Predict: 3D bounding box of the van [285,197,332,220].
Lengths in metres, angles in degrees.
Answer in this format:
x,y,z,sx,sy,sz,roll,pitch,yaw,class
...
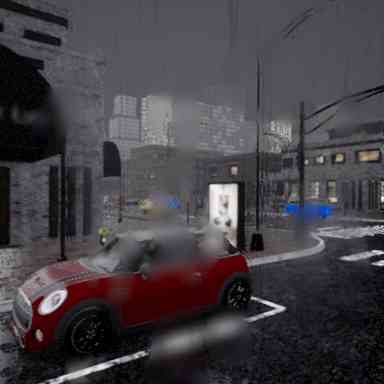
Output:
x,y,z,sx,sy,sz,roll,pitch,yaw,class
9.830,1.357,28.271,1.690,1.788,3.998,0,0,-36,van

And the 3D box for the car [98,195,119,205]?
x,y,z,sx,sy,sz,roll,pitch,yaw,class
-16.088,1.468,64.044,2.192,1.841,5.009,0,0,-36,car

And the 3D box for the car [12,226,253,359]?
x,y,z,sx,sy,sz,roll,pitch,yaw,class
-0.888,1.434,5.919,4.097,1.590,1.967,0,1,-35,car

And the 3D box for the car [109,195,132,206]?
x,y,z,sx,sy,sz,roll,pitch,yaw,class
-12.848,1.449,59.573,2.192,1.841,5.009,0,0,-36,car

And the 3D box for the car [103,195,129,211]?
x,y,z,sx,sy,sz,roll,pitch,yaw,class
-9.926,1.472,41.256,1.967,1.590,4.097,0,0,-36,car

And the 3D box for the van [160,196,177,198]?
x,y,z,sx,sy,sz,roll,pitch,yaw,class
-3.129,1.420,46.157,1.690,1.788,3.998,0,0,-36,van

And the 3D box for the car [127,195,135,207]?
x,y,z,sx,sy,sz,roll,pitch,yaw,class
-9.608,1.681,55.099,1.947,1.339,4.313,0,0,-36,car

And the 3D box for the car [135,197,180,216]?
x,y,z,sx,sy,sz,roll,pitch,yaw,class
-3.346,1.524,32.174,1.752,1.417,4.829,0,0,-36,car

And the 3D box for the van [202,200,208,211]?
x,y,z,sx,sy,sz,roll,pitch,yaw,class
3.350,1.387,37.214,1.690,1.788,3.998,0,0,-36,van

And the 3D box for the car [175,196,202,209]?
x,y,z,sx,sy,sz,roll,pitch,yaw,class
0.111,1.607,41.685,1.887,1.381,4.507,0,0,-36,car
